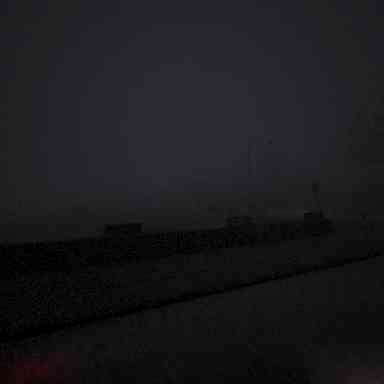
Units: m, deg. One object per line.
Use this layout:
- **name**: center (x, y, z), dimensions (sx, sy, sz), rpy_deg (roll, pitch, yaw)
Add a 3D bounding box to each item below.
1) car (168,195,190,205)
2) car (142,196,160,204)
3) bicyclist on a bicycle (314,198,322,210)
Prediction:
- **car**: center (-2.258, 1.352, 57.328), dimensions (2.097, 1.767, 4.553), rpy_deg (0, 0, -35)
- **car**: center (-8.129, 1.478, 65.481), dimensions (1.882, 1.535, 5.008), rpy_deg (0, 0, -35)
- **bicyclist on a bicycle**: center (15.231, 1.349, 40.125), dimensions (1.656, 1.620, 0.582), rpy_deg (0, 0, -35)
